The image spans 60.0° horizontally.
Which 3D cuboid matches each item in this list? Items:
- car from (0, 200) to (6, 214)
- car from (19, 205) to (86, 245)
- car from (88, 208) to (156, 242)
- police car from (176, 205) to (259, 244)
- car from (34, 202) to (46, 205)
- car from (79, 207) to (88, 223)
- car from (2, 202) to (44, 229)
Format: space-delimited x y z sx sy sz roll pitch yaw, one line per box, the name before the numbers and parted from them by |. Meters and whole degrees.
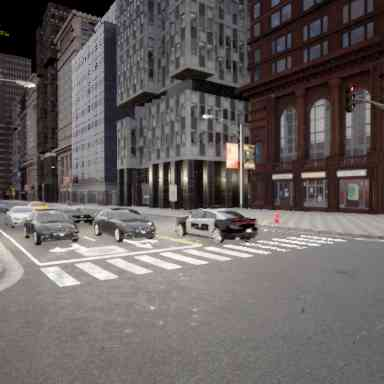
car | -23.253 1.792 40.012 2.097 1.767 4.553 0 -1 -34
car | -7.040 1.634 16.467 1.837 1.490 4.892 0 0 -35
car | -3.577 1.611 17.173 1.837 1.490 4.892 0 0 -35
police car | 0.987 1.493 16.462 1.930 1.638 5.238 0 0 -35
car | -17.164 1.826 36.864 1.882 1.535 5.008 0 0 -34
car | -8.841 1.787 24.793 1.895 1.301 4.718 0 0 -35
car | -12.141 1.736 23.853 1.812 1.442 4.674 0 0 -35
